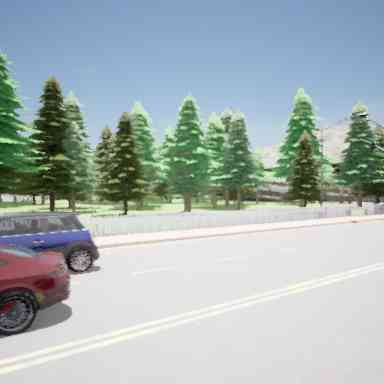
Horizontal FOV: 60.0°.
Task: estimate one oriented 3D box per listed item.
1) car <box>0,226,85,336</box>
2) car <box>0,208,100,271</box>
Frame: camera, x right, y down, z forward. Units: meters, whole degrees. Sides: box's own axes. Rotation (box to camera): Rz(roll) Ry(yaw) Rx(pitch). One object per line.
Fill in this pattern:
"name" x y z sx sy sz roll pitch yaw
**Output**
"car" -4.344 1.525 5.170 4.674 1.442 1.812 0 0 -36
"car" -4.969 1.352 9.032 4.553 1.767 2.097 0 0 -35
